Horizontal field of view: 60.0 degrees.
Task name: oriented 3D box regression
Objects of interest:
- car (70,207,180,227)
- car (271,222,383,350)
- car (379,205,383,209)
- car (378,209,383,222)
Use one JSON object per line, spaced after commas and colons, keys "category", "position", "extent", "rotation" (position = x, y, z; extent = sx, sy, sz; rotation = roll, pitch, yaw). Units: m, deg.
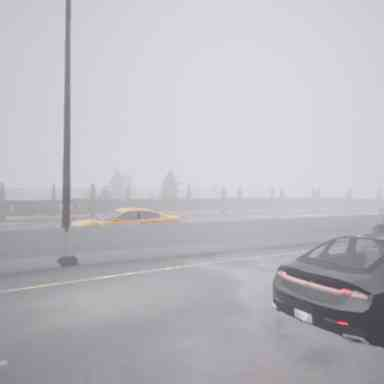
{"category": "car", "position": [-2.853, 1.432, 14.439], "extent": [5.008, 1.535, 1.882], "rotation": [0, 0, -31]}
{"category": "car", "position": [3.594, 1.498, 5.841], "extent": [4.902, 1.511, 2.128], "rotation": [0, 0, -32]}
{"category": "car", "position": [21.933, 1.683, 35.541], "extent": [4.181, 1.385, 1.994], "rotation": [1, 0, -27]}
{"category": "car", "position": [9.082, 1.538, 12.885], "extent": [4.892, 1.490, 1.837], "rotation": [0, 0, -28]}
